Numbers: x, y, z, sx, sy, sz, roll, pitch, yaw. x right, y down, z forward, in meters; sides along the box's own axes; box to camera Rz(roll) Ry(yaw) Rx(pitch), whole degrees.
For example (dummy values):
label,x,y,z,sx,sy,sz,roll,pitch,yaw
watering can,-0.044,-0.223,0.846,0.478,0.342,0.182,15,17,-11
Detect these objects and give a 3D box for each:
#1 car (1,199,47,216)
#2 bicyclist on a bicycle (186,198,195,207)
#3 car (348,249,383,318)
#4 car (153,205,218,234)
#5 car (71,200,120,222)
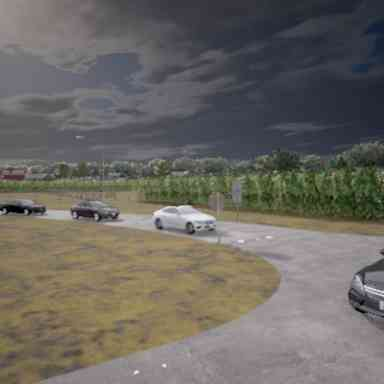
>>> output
label,x,y,z,sx,sy,sz,roll,pitch,yaw
car,-16.334,1.416,32.230,5.008,1.535,1.882,0,1,27
bicyclist on a bicycle,-0.157,1.317,28.273,0.582,1.620,1.656,1,0,43
car,5.067,1.618,6.687,4.674,1.442,1.812,1,0,-35
car,-0.515,1.531,19.634,1.812,1.442,4.674,-2,2,-42
car,-7.806,1.463,26.685,4.892,1.490,1.837,0,1,38
